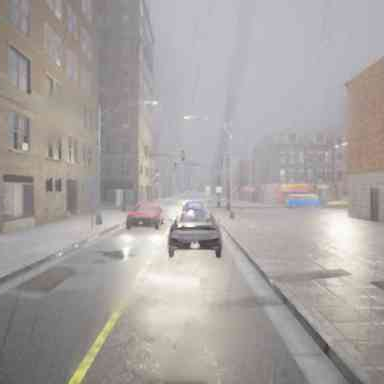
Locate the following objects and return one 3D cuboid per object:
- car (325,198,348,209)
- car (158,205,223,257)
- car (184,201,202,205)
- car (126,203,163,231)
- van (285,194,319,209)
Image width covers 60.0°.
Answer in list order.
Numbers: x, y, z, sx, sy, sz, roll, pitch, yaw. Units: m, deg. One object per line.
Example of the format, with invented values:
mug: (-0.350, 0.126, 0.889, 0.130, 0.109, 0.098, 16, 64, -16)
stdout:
car: (19.171, 1.381, 41.539, 4.829, 1.417, 1.752, 0, 0, 0)
car: (0.096, 1.449, 12.689, 2.128, 1.511, 4.902, 0, 0, 0)
car: (0.101, 1.440, 25.745, 1.812, 1.442, 4.674, 0, 0, 1)
car: (-2.761, 1.410, 20.479, 1.882, 1.535, 5.008, 0, 0, 0)
van: (13.729, 1.201, 41.545, 3.998, 1.788, 1.690, 0, 0, 0)
